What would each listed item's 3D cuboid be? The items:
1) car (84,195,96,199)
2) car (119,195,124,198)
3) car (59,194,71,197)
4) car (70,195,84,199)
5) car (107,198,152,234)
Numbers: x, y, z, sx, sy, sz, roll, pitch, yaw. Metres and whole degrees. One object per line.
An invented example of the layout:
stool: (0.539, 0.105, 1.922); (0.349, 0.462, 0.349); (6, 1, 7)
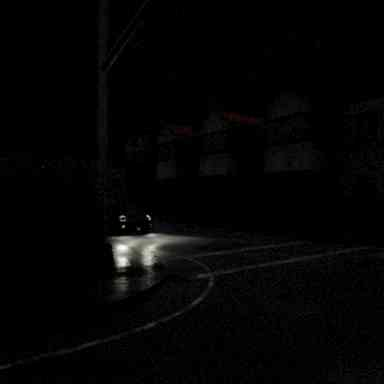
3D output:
car: (-21.378, 1.583, 74.087); (3.806, 1.475, 1.970); (1, -1, -36)
car: (-13.529, 1.741, 75.302); (4.514, 1.523, 2.007); (1, -1, -36)
car: (-33.001, 1.421, 89.387); (3.866, 1.878, 1.905); (1, -1, -36)
car: (-25.434, 1.499, 79.071); (5.027, 1.636, 2.152); (1, -1, -36)
car: (-4.238, 1.459, 20.136); (2.097, 1.767, 4.553); (1, -1, -36)
